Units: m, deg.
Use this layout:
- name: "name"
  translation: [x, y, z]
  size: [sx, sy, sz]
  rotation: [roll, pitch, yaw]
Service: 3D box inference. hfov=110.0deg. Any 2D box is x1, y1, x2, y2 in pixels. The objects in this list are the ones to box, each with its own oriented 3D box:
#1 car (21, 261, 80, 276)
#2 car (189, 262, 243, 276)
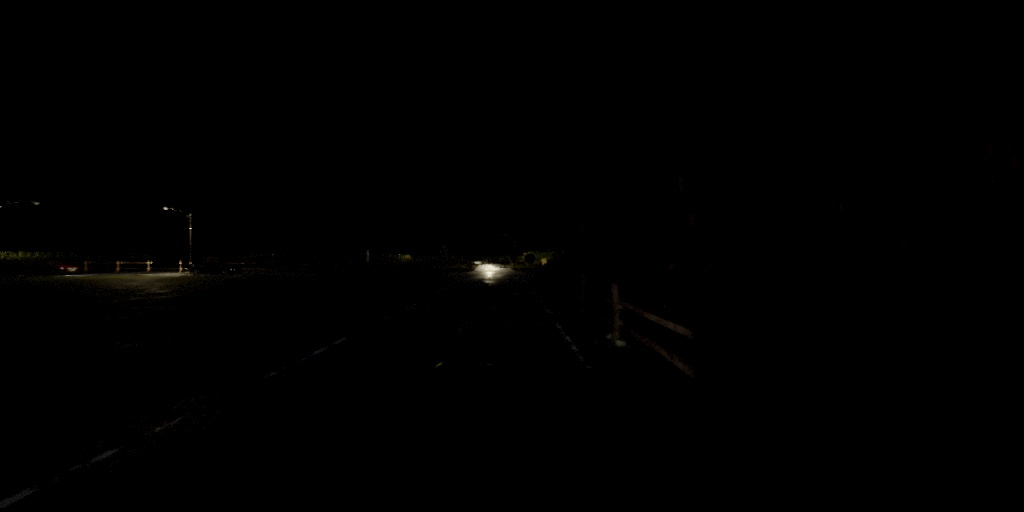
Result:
- name: "car"
  translation: [-49.096, 1.236, 38.162]
  size: [4.674, 1.442, 1.812]
  rotation: [0, 0, -1]
- name: "car"
  translation: [-32.076, 1.371, 38.934]
  size: [4.892, 1.490, 1.837]
  rotation: [1, 0, -3]
